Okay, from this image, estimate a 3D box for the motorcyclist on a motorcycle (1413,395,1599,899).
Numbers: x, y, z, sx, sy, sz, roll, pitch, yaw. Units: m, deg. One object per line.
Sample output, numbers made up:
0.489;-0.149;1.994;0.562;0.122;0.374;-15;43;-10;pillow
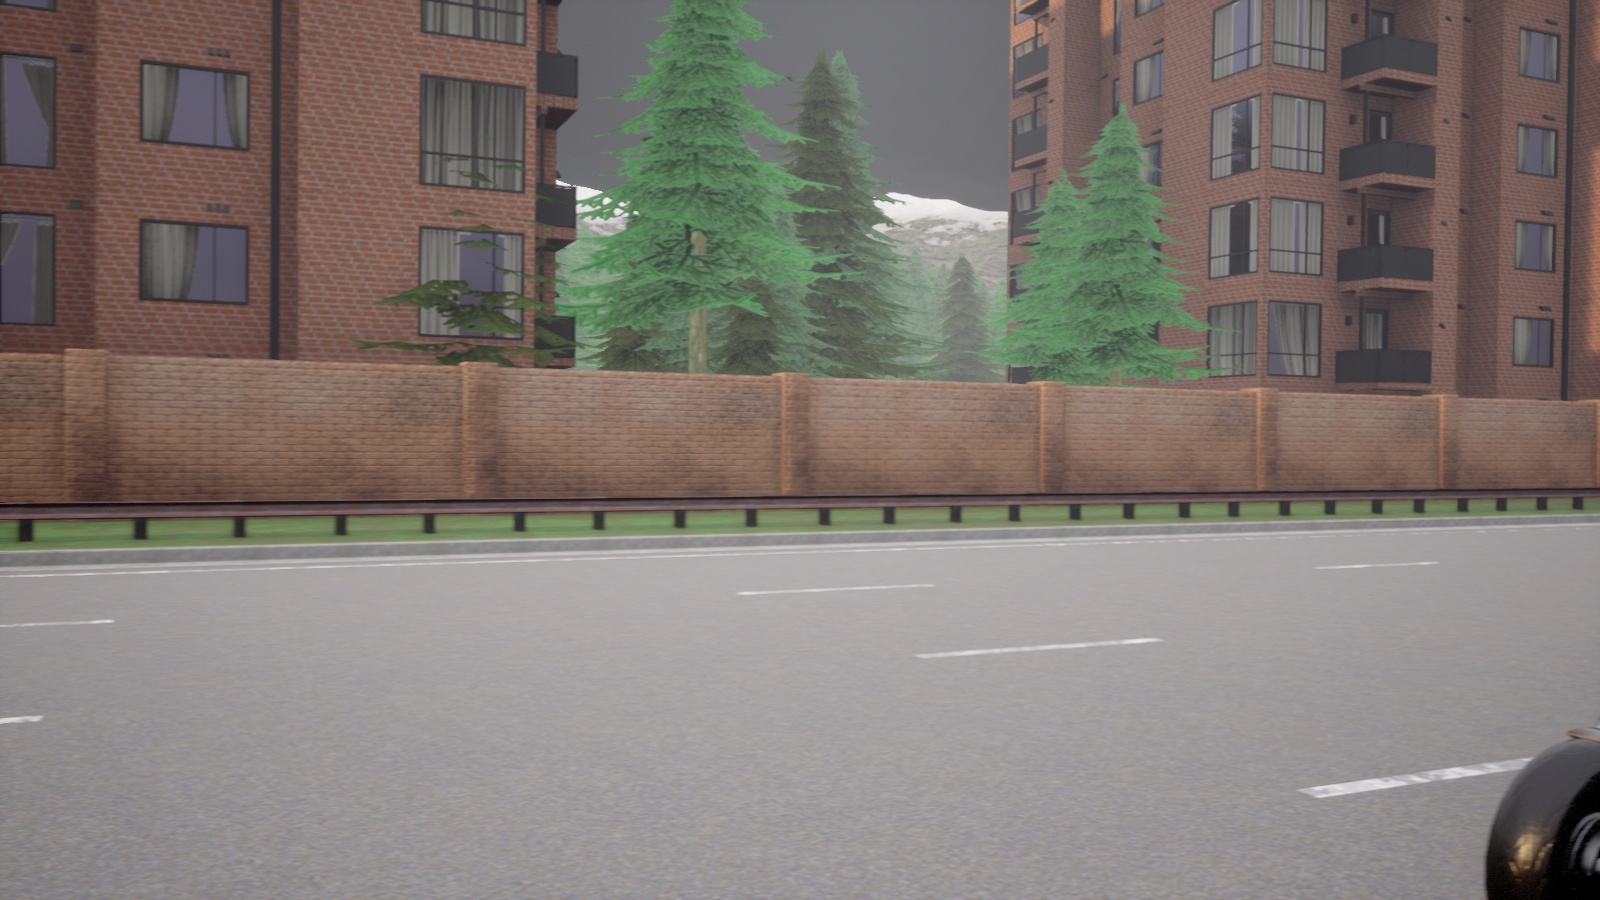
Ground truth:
3.063;0.662;3.881;2.350;1.649;0.766;-1;1;-24;motorcyclist on a motorcycle
